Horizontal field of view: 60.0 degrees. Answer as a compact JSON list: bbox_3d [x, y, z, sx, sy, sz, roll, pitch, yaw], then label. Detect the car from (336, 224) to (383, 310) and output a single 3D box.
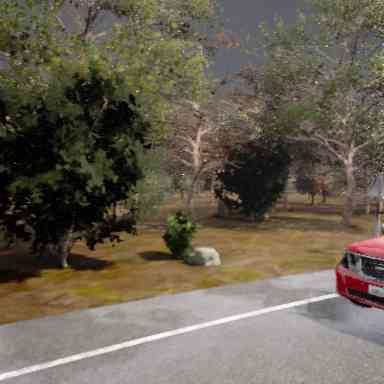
[{"bbox_3d":[5.424,1.252,6.605,5.566,2.045,2.150,0,-1,-27],"label":"car"}]
